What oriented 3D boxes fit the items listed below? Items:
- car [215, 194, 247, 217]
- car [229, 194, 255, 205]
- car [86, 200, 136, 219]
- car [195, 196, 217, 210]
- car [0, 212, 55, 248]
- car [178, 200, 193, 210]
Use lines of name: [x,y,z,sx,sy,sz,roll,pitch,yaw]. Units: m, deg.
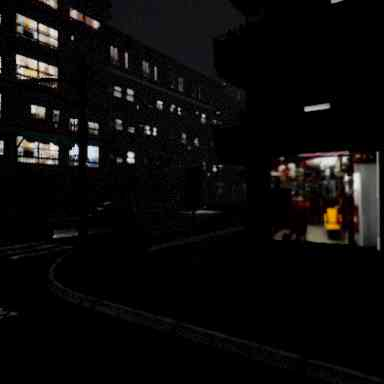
car: [3.939,1.162,26.119,1.887,1.381,4.507,1,1,35]
car: [6.814,0.992,44.906,1.802,1.307,4.206,1,1,35]
car: [-6.315,1.339,26.457,1.947,1.339,4.313,1,1,35]
car: [2.799,1.108,34.709,2.033,1.411,5.357,-1,1,35]
car: [-7.629,1.514,13.486,1.994,1.385,4.181,-1,2,18]
car: [0.303,1.157,35.649,1.947,1.339,4.313,1,1,35]
